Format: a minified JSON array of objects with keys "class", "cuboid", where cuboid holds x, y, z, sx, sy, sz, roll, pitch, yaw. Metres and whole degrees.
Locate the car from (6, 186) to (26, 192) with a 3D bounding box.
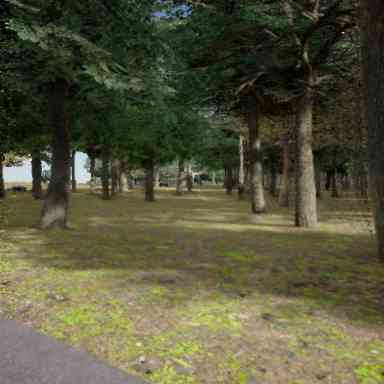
[{"class":"car","cuboid":[-43.295,-0.796,81.635,1.837,1.490,4.892,-1,1,34]}]
